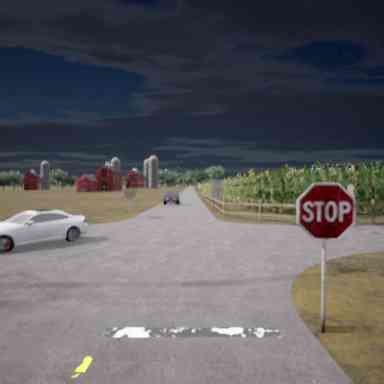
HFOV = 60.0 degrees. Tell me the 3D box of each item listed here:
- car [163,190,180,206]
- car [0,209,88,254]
[{"bbox_3d":[-2.802,0.781,46.518,2.150,2.045,5.566,0,1,0],"label":"car"},{"bbox_3d":[-6.632,1.495,13.946,1.812,1.442,4.674,1,2,37],"label":"car"}]
